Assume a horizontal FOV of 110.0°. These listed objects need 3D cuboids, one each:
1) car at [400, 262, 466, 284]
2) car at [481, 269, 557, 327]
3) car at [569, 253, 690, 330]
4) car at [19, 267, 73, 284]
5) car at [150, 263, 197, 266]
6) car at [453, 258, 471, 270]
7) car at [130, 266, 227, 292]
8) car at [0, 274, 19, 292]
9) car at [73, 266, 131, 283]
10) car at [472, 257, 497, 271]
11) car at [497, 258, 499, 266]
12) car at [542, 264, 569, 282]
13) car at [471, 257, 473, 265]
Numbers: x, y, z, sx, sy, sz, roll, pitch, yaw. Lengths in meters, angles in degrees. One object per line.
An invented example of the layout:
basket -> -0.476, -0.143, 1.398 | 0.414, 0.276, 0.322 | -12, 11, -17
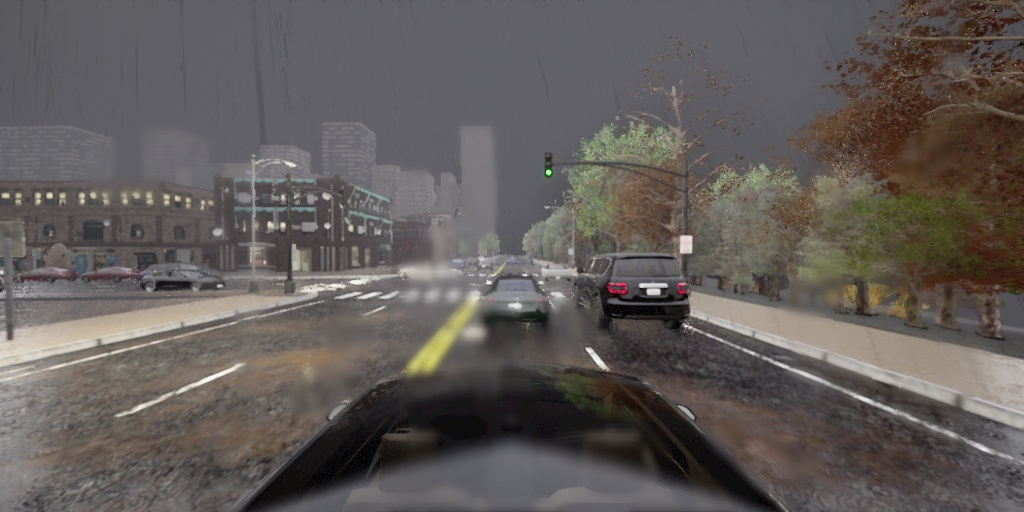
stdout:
car -> -5.874, 1.246, 25.732 | 4.718, 1.301, 1.895 | 0, 0, 35
car -> 0.102, 1.272, 11.402 | 1.994, 1.385, 4.181 | 0, 0, 0
car -> 3.350, 0.930, 11.109 | 2.150, 2.045, 5.566 | 0, 0, 0
car -> -39.344, 1.597, 30.401 | 4.207, 1.307, 1.802 | 0, 0, 0
car -> -22.549, 1.257, 24.575 | 4.553, 1.767, 2.097 | -1, 1, 0
car -> -6.582, 1.084, 44.839 | 1.812, 1.442, 4.674 | 0, 0, 0
car -> -19.943, 1.480, 21.870 | 4.313, 1.339, 1.948 | 0, 0, 0
car -> -33.820, 1.512, 22.012 | 4.097, 1.591, 1.967 | 0, 0, 0
car -> -33.810, 1.535, 30.392 | 4.207, 1.307, 1.802 | 0, 0, 0
car -> -3.330, 1.049, 44.950 | 2.128, 1.511, 4.902 | 0, 0, 0
car -> -3.262, 0.965, 63.615 | 2.128, 1.511, 4.902 | 0, 0, 0
car -> 3.355, 1.236, 27.893 | 1.895, 1.301, 4.718 | 0, 0, 0
car -> -6.544, 0.994, 60.113 | 1.837, 1.490, 4.892 | 0, 0, 0
